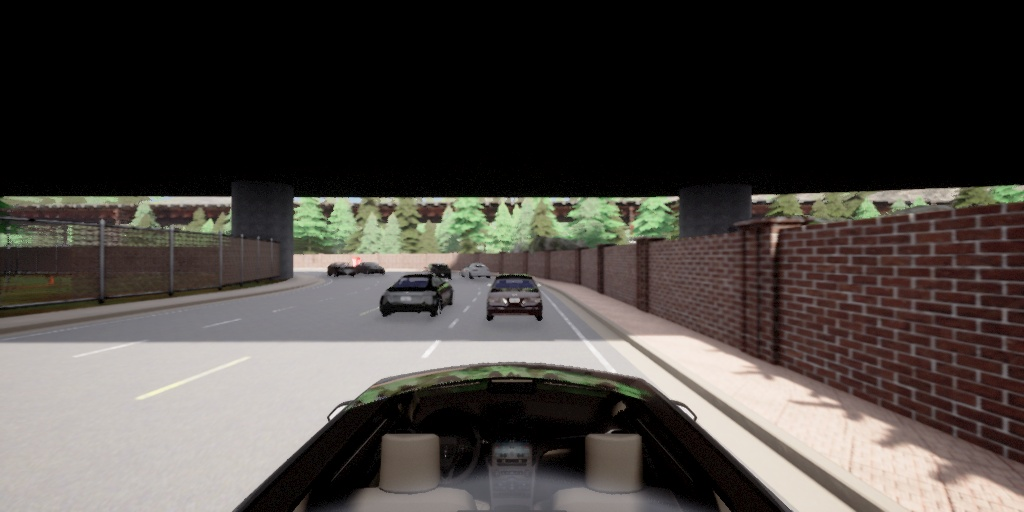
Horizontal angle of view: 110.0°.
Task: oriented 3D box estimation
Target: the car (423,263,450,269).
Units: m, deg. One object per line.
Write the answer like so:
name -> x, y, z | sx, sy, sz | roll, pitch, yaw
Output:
car -> -6.826, 1.368, 32.591 | 1.837, 1.490, 4.892 | 1, 0, -23

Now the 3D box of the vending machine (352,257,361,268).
vending machine -> -25.749, 1.156, 59.244 | 0.880, 2.100, 1.100 | 0, 0, 18

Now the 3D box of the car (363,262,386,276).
car -> -15.682, 1.394, 39.700 | 1.837, 1.490, 4.892 | 1, -1, -43

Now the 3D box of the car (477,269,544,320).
car -> 0.074, 1.339, 12.880 | 2.033, 1.411, 5.357 | 0, 0, 0

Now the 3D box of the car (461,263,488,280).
car -> -3.444, 1.392, 33.522 | 1.812, 1.442, 4.674 | 0, 0, -22

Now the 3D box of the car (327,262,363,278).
car -> -17.176, 1.368, 36.097 | 2.128, 1.511, 4.902 | 0, 0, -40

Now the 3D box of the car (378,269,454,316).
car -> -3.434, 1.359, 13.603 | 1.994, 1.385, 4.181 | 0, 0, 0
